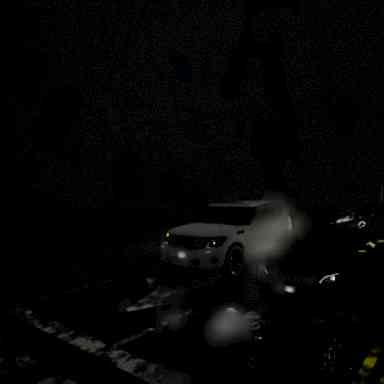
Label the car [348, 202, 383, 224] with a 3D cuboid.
[{"bbox_3d":[13.959,1.578,26.275,1.812,1.442,4.674,-1,-1,40],"label":"car"}]

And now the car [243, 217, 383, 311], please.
[{"bbox_3d":[3.311,1.564,8.123,1.812,1.442,4.674,-1,-1,39],"label":"car"}]

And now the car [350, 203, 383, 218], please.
[{"bbox_3d":[9.026,1.369,15.121,2.097,1.767,4.553,-1,-1,39],"label":"car"}]

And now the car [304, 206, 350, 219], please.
[{"bbox_3d":[7.593,1.581,18.499,1.837,1.490,4.892,-1,-1,39],"label":"car"}]

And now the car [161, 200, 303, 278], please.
[{"bbox_3d":[1.465,1.320,11.010,2.150,2.045,5.566,-1,-1,39],"label":"car"}]
